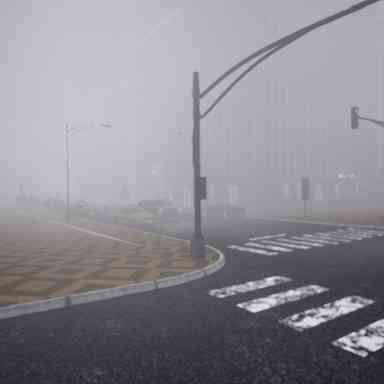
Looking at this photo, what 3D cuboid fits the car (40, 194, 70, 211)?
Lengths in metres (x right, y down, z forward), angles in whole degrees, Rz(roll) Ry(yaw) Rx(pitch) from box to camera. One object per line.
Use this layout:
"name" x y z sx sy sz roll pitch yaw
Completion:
"car" -16.959 1.429 41.101 1.967 1.590 4.097 -1 1 -36

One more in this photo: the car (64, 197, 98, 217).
"car" -10.432 1.533 31.899 1.752 1.417 4.829 -1 1 -36

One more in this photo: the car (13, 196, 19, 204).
"car" -33.150 1.494 63.682 2.008 1.369 4.403 -1 1 -36

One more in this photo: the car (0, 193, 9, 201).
"car" -46.102 1.450 81.745 1.887 1.381 4.507 -1 1 -36

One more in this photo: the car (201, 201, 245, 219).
"car" 2.503 1.455 27.705 2.008 1.369 4.403 -1 1 -36

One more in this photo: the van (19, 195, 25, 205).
"van" -26.675 1.303 54.648 1.690 1.788 3.998 -1 1 -36

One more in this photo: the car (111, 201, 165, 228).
"car" -4.012 1.552 22.824 1.752 1.417 4.829 -1 1 -36

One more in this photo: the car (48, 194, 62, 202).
"car" -29.985 1.256 72.788 1.967 1.590 4.097 -1 1 -36

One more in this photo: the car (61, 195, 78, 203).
"car" -23.508 1.386 63.757 2.008 1.369 4.403 -1 1 -36

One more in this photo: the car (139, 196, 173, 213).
"car" -4.033 1.328 36.696 1.967 1.590 4.097 -1 1 -36

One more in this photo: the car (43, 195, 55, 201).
"car" -33.322 1.332 77.443 1.752 1.417 4.829 -1 1 -36

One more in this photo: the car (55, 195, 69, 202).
"car" -26.746 1.407 68.274 1.802 1.307 4.206 -1 1 -36

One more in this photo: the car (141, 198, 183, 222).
"car" -2.632 1.331 25.518 2.097 1.767 4.553 -1 1 -36

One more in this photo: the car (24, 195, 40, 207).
"car" -23.436 1.411 50.133 1.967 1.590 4.097 -1 1 -36
